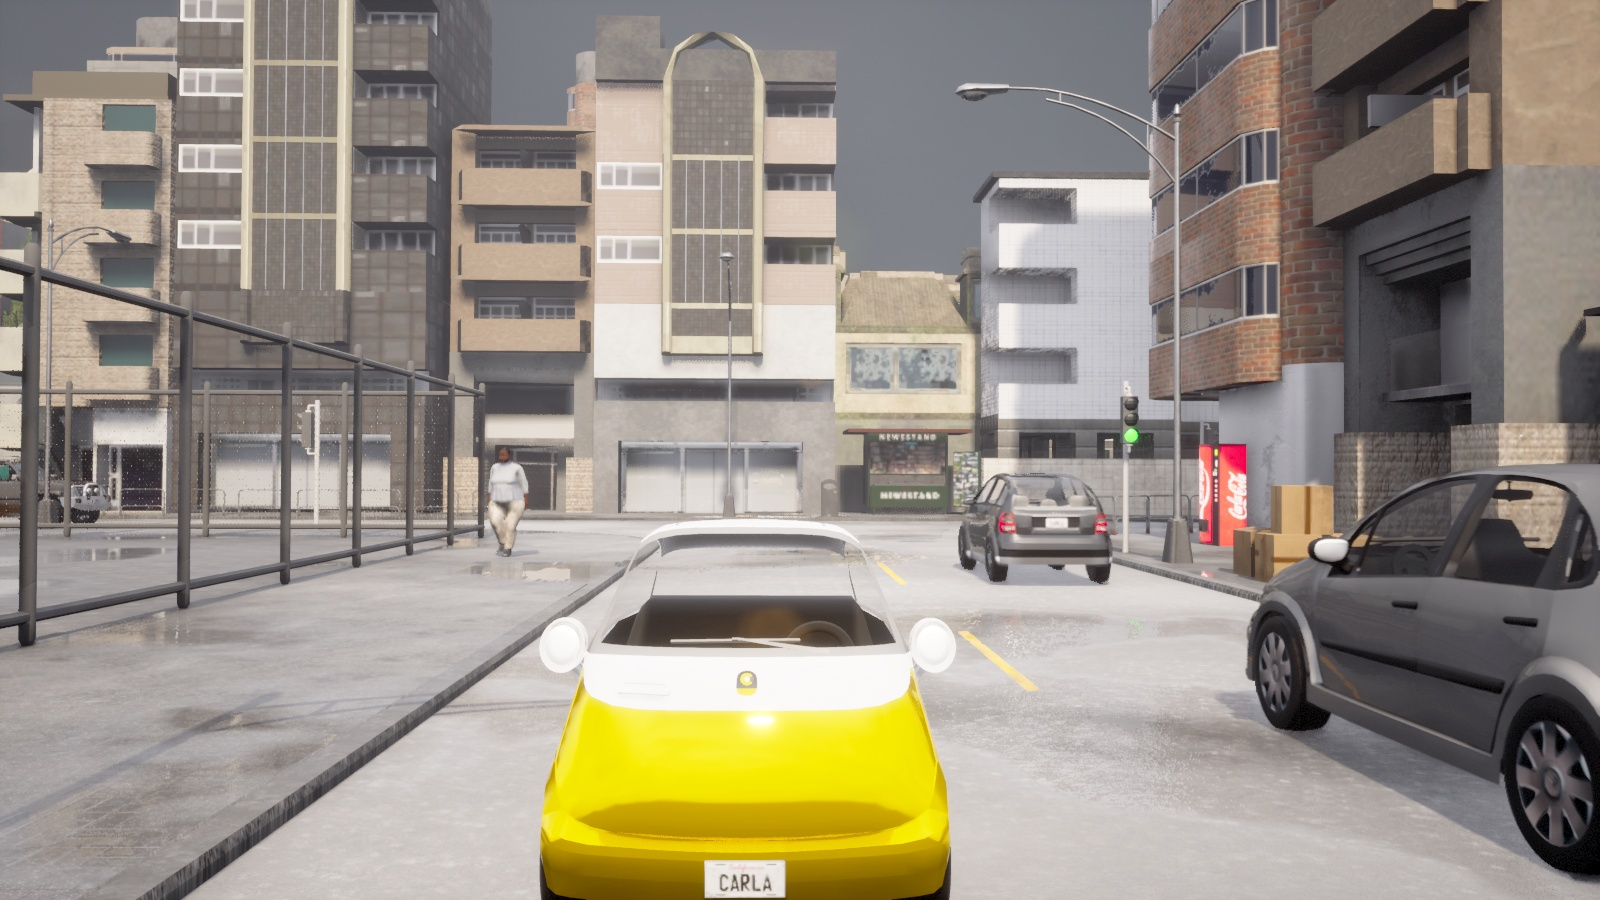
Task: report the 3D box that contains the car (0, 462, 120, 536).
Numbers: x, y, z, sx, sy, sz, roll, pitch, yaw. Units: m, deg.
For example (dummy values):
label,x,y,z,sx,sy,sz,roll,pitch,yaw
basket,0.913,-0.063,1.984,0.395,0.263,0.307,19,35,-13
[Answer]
label,x,y,z,sx,sy,sz,roll,pitch,yaw
car,-20.481,1.259,32.573,4.605,1.855,1.932,0,-1,-1

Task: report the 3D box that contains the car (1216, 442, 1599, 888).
label,x,y,z,sx,sy,sz,roll,pitch,yaw
car,3.769,0.806,6.416,1.851,1.617,3.988,0,-1,-2

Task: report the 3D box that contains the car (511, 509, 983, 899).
label,x,y,z,sx,sy,sz,roll,pitch,yaw
car,-0.190,0.955,5.061,1.481,1.376,2.207,0,-1,-1

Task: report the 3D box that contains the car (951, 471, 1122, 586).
label,x,y,z,sx,sy,sz,roll,pitch,yaw
car,3.442,1.097,18.944,1.789,1.549,3.705,0,-1,-2

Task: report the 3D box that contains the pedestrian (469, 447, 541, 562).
label,x,y,z,sx,sy,sz,roll,pitch,yaw
pedestrian,-4.880,0.893,20.831,0.874,1.855,0.900,0,-1,9
